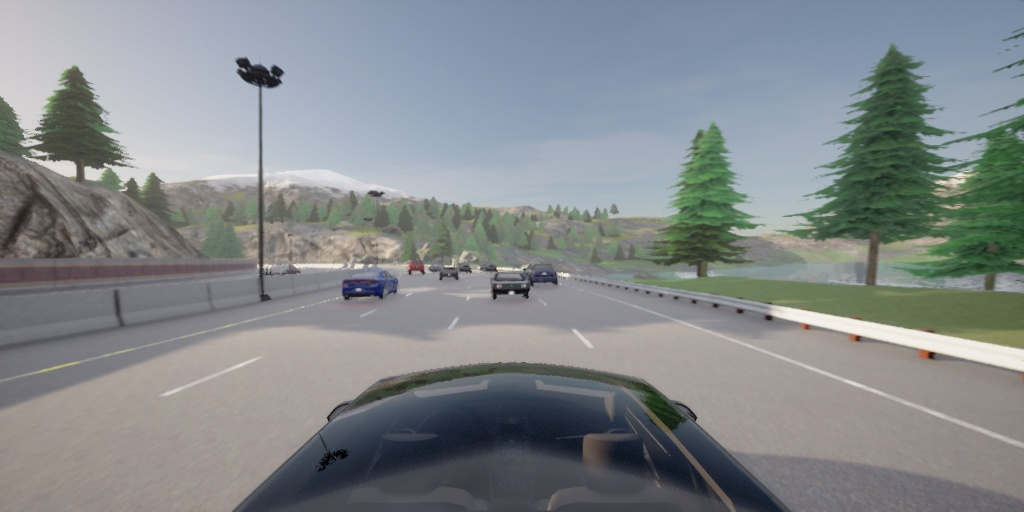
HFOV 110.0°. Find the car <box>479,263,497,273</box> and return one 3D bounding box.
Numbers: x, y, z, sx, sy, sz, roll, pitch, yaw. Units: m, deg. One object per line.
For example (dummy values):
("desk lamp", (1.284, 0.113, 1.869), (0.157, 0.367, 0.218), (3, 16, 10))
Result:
("car", (-3.558, 1.765, 53.426), (1.837, 1.490, 4.892), (1, -1, -18))

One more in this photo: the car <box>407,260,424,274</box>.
("car", (-14.458, 1.600, 53.811), (2.150, 2.045, 5.566), (0, -1, -20))

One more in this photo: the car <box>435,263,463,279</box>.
("car", (-6.727, 1.642, 37.759), (2.128, 1.511, 4.902), (0, -1, -13))

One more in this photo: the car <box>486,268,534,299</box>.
("car", (-0.255, 1.517, 19.632), (1.895, 1.301, 4.718), (-1, -1, -6))

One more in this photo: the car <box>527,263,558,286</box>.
("car", (2.010, 1.318, 27.808), (2.097, 1.767, 4.553), (-1, -1, -8))

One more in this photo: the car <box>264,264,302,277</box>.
("car", (-19.759, 1.402, 30.850), (1.812, 1.442, 4.674), (-1, -1, -10))

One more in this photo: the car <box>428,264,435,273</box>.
("car", (-12.381, 1.956, 57.793), (1.994, 1.385, 4.181), (0, -1, -20))

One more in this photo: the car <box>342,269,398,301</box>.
("car", (-7.493, 1.468, 19.379), (1.882, 1.535, 5.008), (0, 0, -6))

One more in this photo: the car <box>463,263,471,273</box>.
("car", (-7.405, 1.812, 54.080), (1.837, 1.490, 4.892), (1, -1, -18))
